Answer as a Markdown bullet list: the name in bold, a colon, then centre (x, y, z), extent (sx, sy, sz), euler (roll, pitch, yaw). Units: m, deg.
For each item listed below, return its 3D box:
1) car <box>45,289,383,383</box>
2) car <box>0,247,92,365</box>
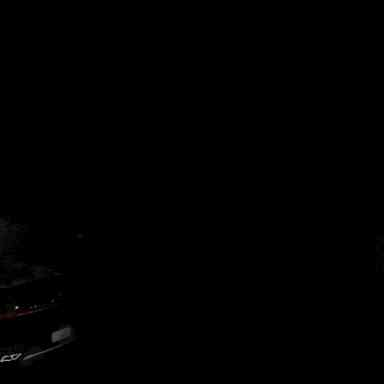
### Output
- **car**: centre (1.151, 1.569, 2.252), extent (4.313, 1.339, 1.947), euler (-1, 0, 35)
- **car**: centre (-3.448, 1.608, 5.532), extent (4.403, 1.369, 2.008), euler (-1, 0, 35)
